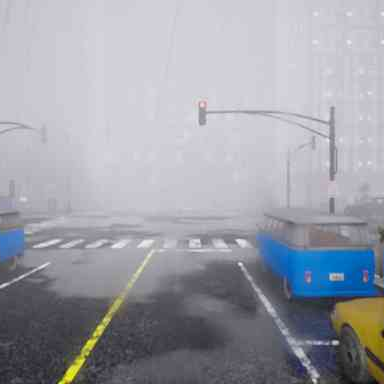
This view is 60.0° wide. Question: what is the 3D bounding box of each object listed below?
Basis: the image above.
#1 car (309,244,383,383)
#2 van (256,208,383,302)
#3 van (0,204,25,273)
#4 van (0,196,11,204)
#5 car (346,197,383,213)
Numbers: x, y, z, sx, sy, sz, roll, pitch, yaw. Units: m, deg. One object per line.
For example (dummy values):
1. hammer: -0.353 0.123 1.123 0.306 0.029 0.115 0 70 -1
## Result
1. car: 2.681 1.524 2.578 1.752 1.417 4.829 -1 0 0
2. van: 2.679 1.337 8.009 1.690 1.788 3.998 -1 0 0
3. van: -5.701 1.337 8.040 1.690 1.788 3.998 -1 0 0
4. van: -17.145 1.192 27.537 3.998 1.788 1.690 0 1 0
5. car: 15.245 1.330 27.337 5.009 1.841 2.192 0 1 0
